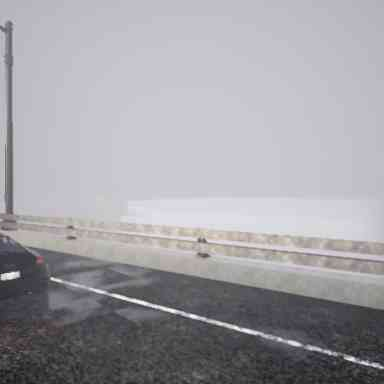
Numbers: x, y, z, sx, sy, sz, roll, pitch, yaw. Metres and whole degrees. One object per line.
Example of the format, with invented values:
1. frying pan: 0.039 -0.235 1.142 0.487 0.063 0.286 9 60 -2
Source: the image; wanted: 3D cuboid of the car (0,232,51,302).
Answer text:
1. car: -5.083 1.570 7.522 4.181 1.385 1.994 0 0 36
